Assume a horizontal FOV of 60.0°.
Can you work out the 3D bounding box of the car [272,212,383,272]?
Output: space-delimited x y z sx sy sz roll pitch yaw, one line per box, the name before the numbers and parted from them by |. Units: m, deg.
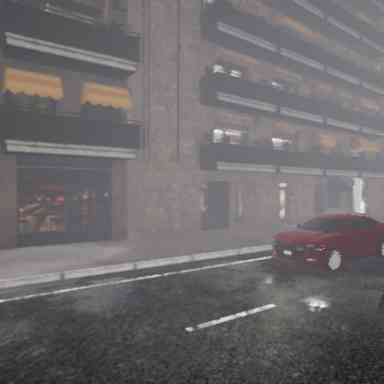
car | 4.739 1.465 10.968 5.008 1.535 1.882 0 0 -36
